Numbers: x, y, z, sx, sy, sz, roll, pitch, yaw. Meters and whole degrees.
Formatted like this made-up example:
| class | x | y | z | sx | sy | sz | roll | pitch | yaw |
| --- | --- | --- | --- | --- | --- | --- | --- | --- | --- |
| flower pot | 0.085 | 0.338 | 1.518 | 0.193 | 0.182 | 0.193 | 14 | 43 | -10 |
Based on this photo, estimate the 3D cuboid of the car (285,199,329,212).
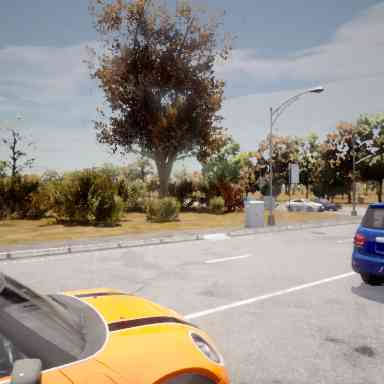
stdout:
| class | x | y | z | sx | sy | sz | roll | pitch | yaw |
| --- | --- | --- | --- | --- | --- | --- | --- | --- | --- |
| car | 12.998 | 1.526 | 38.705 | 1.812 | 1.442 | 4.674 | 0 | 0 | -32 |

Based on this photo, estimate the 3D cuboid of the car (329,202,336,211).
| class | x | y | z | sx | sy | sz | roll | pitch | yaw |
| --- | --- | --- | --- | --- | --- | --- | --- | --- | --- |
| car | 15.684 | 1.547 | 41.009 | 2.033 | 1.411 | 5.357 | 0 | 0 | -32 |

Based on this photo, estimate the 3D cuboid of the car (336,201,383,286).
| class | x | y | z | sx | sy | sz | roll | pitch | yaw |
| --- | --- | --- | --- | --- | --- | --- | --- | --- | --- |
| car | 6.186 | 1.221 | 8.170 | 5.566 | 2.045 | 2.150 | 0 | 0 | -35 |

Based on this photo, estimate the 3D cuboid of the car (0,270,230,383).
| class | x | y | z | sx | sy | sz | roll | pitch | yaw |
| --- | --- | --- | --- | --- | --- | --- | --- | --- | --- |
| car | -1.857 | 1.352 | 2.421 | 4.553 | 1.767 | 2.097 | 0 | 0 | -36 |

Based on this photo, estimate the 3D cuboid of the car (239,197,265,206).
| class | x | y | z | sx | sy | sz | roll | pitch | yaw |
| --- | --- | --- | --- | --- | --- | --- | --- | --- | --- |
| car | 7.985 | 1.469 | 46.594 | 1.882 | 1.535 | 5.008 | 0 | 0 | -33 |

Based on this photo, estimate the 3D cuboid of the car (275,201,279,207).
| class | x | y | z | sx | sy | sz | roll | pitch | yaw |
| --- | --- | --- | --- | --- | --- | --- | --- | --- | --- |
| car | 10.587 | 1.481 | 49.023 | 2.128 | 1.511 | 4.902 | 0 | 0 | -33 |
